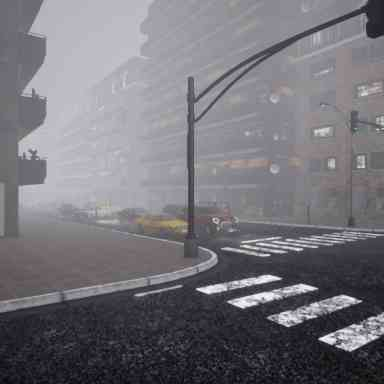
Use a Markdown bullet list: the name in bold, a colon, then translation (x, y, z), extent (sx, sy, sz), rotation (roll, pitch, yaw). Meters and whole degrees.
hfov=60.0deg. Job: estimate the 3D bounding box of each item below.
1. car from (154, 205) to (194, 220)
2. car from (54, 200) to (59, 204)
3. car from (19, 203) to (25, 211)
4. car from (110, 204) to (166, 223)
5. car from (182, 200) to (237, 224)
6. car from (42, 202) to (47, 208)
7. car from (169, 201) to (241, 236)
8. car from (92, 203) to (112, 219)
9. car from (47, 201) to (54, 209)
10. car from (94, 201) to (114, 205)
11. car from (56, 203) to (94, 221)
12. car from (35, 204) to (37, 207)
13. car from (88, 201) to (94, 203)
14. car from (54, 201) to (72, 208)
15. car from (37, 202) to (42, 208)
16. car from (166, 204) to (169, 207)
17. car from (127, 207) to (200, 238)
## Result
- **car**: translation (-1.893, 2.045, 34.188), extent (1.887, 1.381, 4.507), rotation (-1, 0, -36)
- **car**: translation (-25.220, 2.524, 66.246), extent (2.192, 1.841, 5.009), rotation (-1, 0, -36)
- **car**: translation (-31.929, 2.770, 61.288), extent (1.887, 1.381, 4.507), rotation (-1, 0, -36)
- **car**: translation (-4.699, 2.003, 28.280), extent (2.033, 1.411, 5.357), rotation (0, -1, -36)
- **car**: translation (1.432, 1.713, 29.608), extent (2.192, 1.841, 5.009), rotation (-1, 0, -36)
- **car**: translation (-31.877, 2.973, 75.406), extent (1.947, 1.339, 4.313), rotation (-1, 0, -36)
- **car**: translation (0.885, 1.635, 20.617), extent (2.097, 1.767, 4.553), rotation (0, -1, -36)
- **car**: translation (-10.693, 2.241, 36.532), extent (1.895, 1.301, 4.718), rotation (0, -1, -36)
- **car**: translation (-28.552, 2.623, 70.827), extent (2.192, 1.841, 5.009), rotation (-1, 0, -36)
- **car**: translation (-12.431, 2.290, 49.534), extent (1.801, 1.575, 5.366), rotation (0, -1, -36)
- **car**: translation (-11.938, 2.163, 33.808), extent (1.887, 1.381, 4.507), rotation (-1, 0, -36)
- **car**: translation (-38.536, 3.168, 84.569), extent (1.947, 1.339, 4.313), rotation (-1, 0, -36)
- **car**: translation (-16.451, 2.307, 54.996), extent (2.097, 1.767, 4.553), rotation (0, -1, -36)
- **car**: translation (-16.777, 2.351, 44.964), extent (1.812, 1.442, 4.674), rotation (0, -1, -35)
- **car**: translation (-35.210, 3.050, 79.986), extent (1.887, 1.381, 4.507), rotation (-1, 0, -36)
- **car**: translation (-1.522, 1.783, 29.354), extent (2.097, 1.767, 4.553), rotation (0, -1, -36)
- **car**: translation (-1.844, 1.833, 19.930), extent (1.752, 1.417, 4.829), rotation (-1, 0, -36)
